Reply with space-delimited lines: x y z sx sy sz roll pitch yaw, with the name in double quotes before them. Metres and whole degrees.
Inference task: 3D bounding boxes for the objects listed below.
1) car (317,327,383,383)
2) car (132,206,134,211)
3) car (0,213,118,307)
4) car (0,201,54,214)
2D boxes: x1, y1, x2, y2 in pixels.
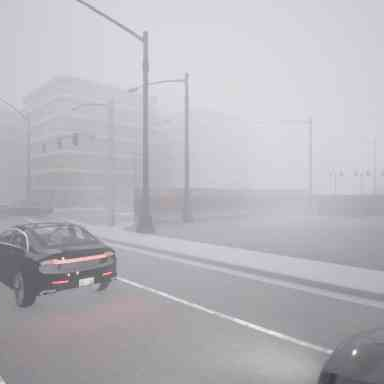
"car" 3.157 1.505 1.611 4.892 1.490 1.837 0 0 38
"car" -4.487 1.562 36.751 4.181 1.385 1.994 0 0 -44
"car" -3.666 1.492 8.089 2.128 1.511 4.902 0 0 -43
"car" -14.334 1.473 28.200 4.902 1.511 2.128 1 0 -31
